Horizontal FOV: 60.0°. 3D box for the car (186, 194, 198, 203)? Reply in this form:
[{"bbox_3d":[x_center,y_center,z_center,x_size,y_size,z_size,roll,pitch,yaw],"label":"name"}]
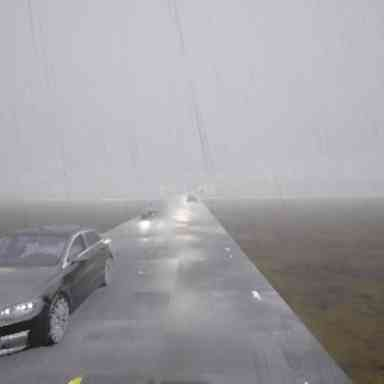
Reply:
[{"bbox_3d":[-0.011,1.101,58.890,1.837,1.490,4.892,0,1,0],"label":"car"}]

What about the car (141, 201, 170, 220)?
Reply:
[{"bbox_3d":[-2.775,1.425,26.070,1.994,1.385,4.181,0,0,1],"label":"car"}]

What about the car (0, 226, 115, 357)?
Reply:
[{"bbox_3d":[-2.827,1.462,6.355,2.128,1.511,4.902,0,0,0],"label":"car"}]
